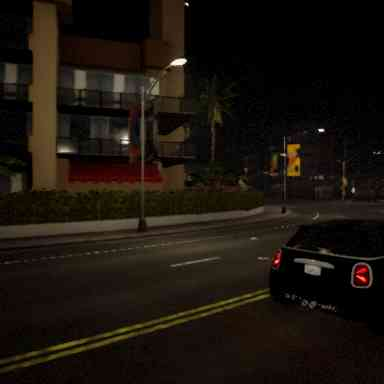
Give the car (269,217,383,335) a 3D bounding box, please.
[{"bbox_3d":[3.695,1.346,6.988,4.553,1.767,2.097,0,0,-39],"label":"car"}]
